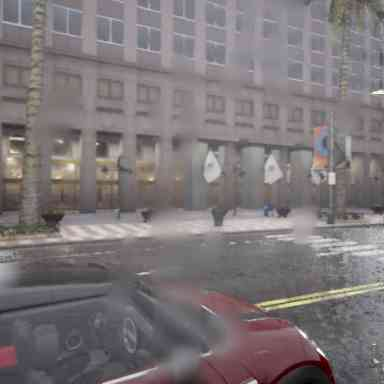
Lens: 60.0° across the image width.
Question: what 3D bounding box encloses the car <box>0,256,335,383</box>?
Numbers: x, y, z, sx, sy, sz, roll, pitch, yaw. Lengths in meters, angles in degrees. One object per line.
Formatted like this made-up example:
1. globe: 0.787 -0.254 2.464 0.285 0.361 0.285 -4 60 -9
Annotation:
1. car: -0.936 1.338 2.601 4.553 1.767 2.097 0 0 -33
